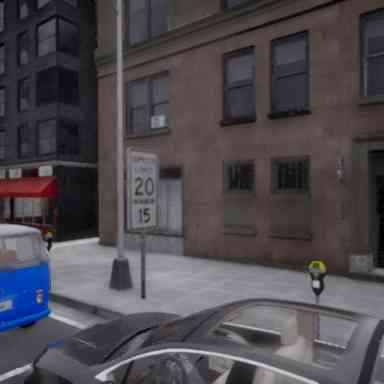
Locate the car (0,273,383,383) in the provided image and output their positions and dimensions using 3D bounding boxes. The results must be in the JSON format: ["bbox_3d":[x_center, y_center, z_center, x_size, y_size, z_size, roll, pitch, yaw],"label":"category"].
[{"bbox_3d":[0.445,1.560,2.492,4.403,1.369,2.008,-1,0,35],"label":"car"}]

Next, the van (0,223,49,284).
[{"bbox_3d":[-4.182,1.402,5.792,3.998,1.788,1.690,-1,0,35],"label":"van"}]
